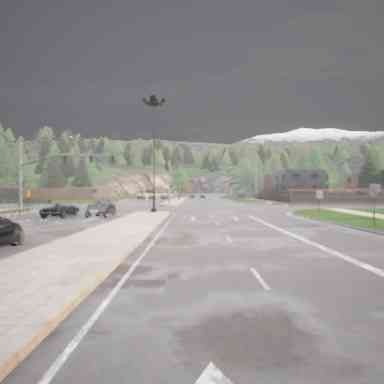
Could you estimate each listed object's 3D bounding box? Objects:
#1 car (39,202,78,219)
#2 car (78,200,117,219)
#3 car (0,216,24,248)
[{"bbox_3d":[-11.492,1.586,29.115,1.895,1.301,4.718,0,0,0],"label":"car"},{"bbox_3d":[-7.992,1.489,29.449,2.128,1.511,4.902,0,0,0],"label":"car"},{"bbox_3d":[-8.090,1.558,12.375,1.994,1.385,4.181,0,0,0],"label":"car"}]
